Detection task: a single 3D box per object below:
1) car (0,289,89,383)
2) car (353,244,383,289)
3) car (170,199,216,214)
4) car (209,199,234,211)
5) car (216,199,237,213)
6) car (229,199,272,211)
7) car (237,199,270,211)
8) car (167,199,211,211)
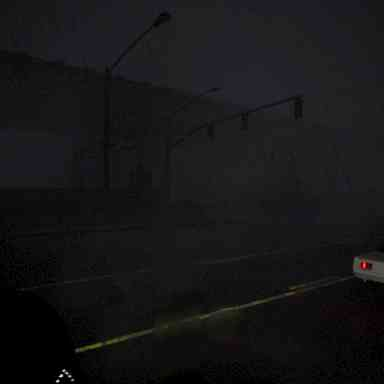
[{"bbox_3d":[-3.298,1.209,1.397,5.566,2.045,2.150,0,0,-35],"label":"car"},{"bbox_3d":[6.015,1.660,8.060,4.718,1.301,1.895,0,0,-35],"label":"car"},{"bbox_3d":[-0.226,1.581,36.179,4.974,1.542,2.038,0,0,8],"label":"car"},{"bbox_3d":[3.535,1.453,38.914,1.853,1.218,4.536,0,0,18],"label":"car"},{"bbox_3d":[3.519,1.610,38.864,2.038,1.542,4.974,0,0,18],"label":"car"},{"bbox_3d":[7.429,1.643,42.624,4.974,1.542,2.038,0,0,-7],"label":"car"},{"bbox_3d":[7.378,1.486,42.618,4.536,1.218,1.853,0,0,-7],"label":"car"},{"bbox_3d":[-0.277,1.424,36.187,4.536,1.218,1.853,0,0,8],"label":"car"}]
